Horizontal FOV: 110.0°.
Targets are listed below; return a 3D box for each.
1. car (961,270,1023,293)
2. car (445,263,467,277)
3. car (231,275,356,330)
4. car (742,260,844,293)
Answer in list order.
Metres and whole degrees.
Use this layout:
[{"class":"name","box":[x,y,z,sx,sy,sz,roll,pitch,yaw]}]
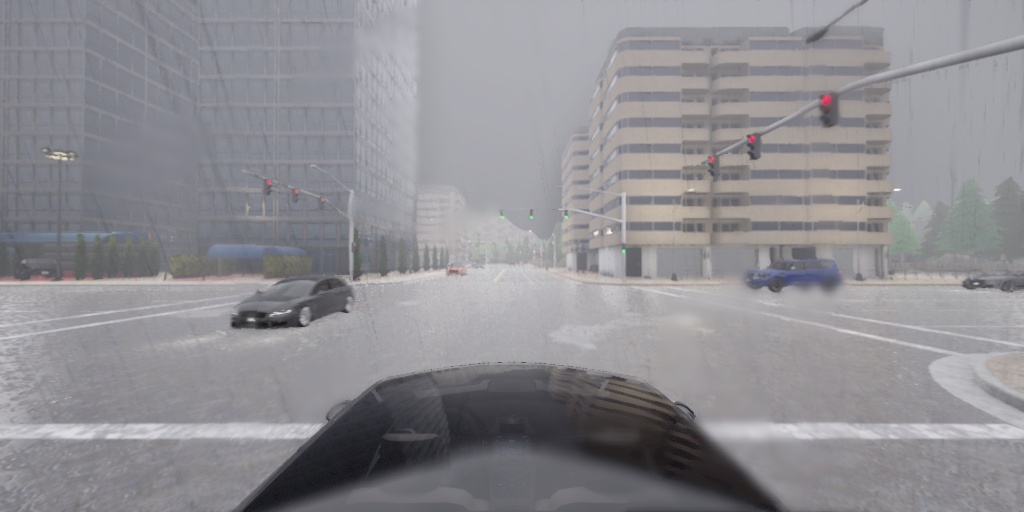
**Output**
[{"class":"car","box":[32.079,1.599,23.278,4.181,1.385,1.994,0,-1,0]},{"class":"car","box":[-6.967,1.633,44.953,2.097,1.767,4.553,0,-1,0]},{"class":"car","box":[-6.992,1.463,12.072,1.837,1.490,4.892,0,1,0]},{"class":"car","box":[18.091,1.258,23.178,5.566,2.045,2.150,0,-1,-1]}]
